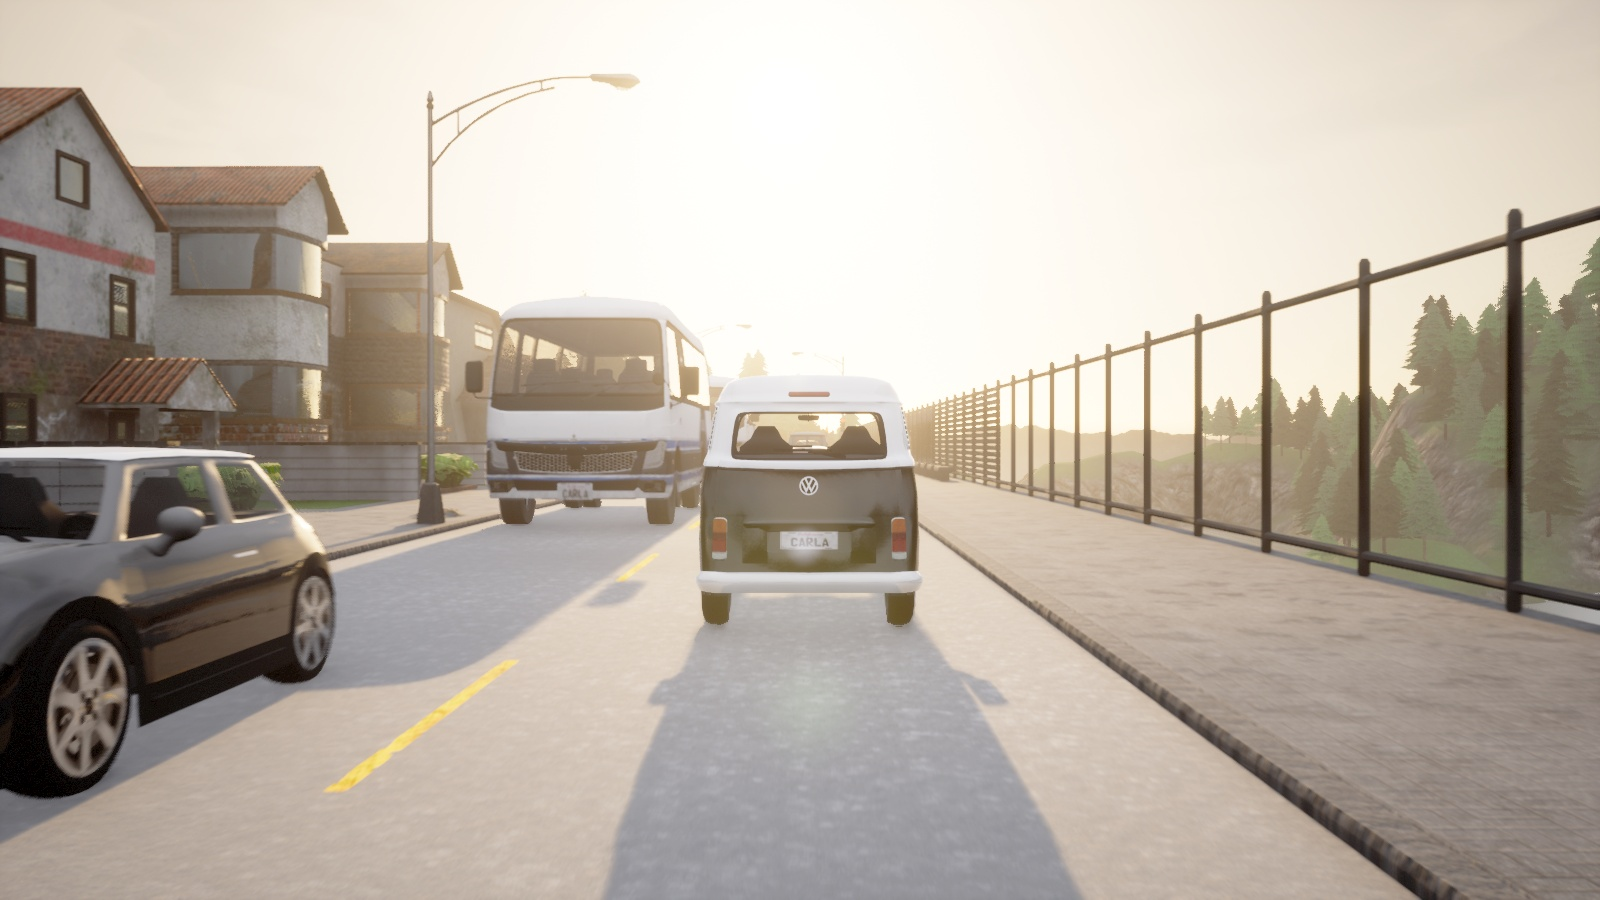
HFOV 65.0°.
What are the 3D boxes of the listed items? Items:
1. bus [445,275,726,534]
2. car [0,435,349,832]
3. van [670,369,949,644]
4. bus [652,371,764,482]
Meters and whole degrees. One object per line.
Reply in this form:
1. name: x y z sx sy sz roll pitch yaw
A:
1. bus: -3.836 -0.778 25.809 3.944 4.253 10.273 0 0 0
2. car: -3.949 0.673 6.331 1.970 1.475 3.806 0 0 0
3. van: 0.081 0.405 11.544 2.069 2.038 4.480 0 0 0
4. bus: -3.680 -0.933 53.290 3.944 4.253 10.273 0 0 0
